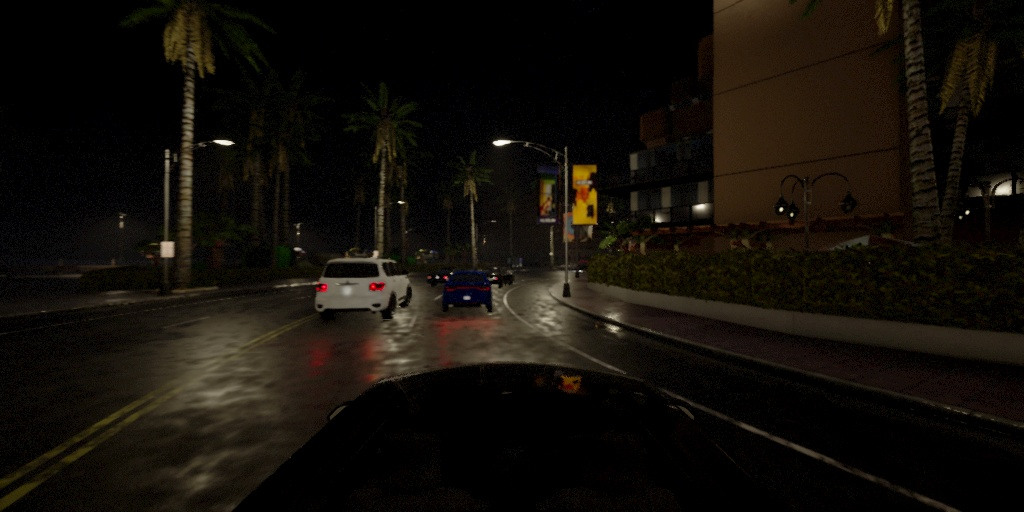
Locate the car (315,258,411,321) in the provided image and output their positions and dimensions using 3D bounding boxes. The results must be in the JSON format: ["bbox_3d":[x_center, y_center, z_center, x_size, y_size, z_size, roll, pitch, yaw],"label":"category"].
[{"bbox_3d":[-5.166,1.091,13.171,2.150,2.045,5.566,0,0,-7],"label":"car"}]

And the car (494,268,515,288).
[{"bbox_3d":[-1.206,1.565,26.725,2.033,1.411,5.357,0,-1,13],"label":"car"}]

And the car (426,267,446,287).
[{"bbox_3d":[-4.641,1.567,27.397,2.033,1.411,5.357,0,-1,13],"label":"car"}]

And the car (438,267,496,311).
[{"bbox_3d":[-1.814,1.371,15.273,1.882,1.535,5.008,0,-1,-5],"label":"car"}]
